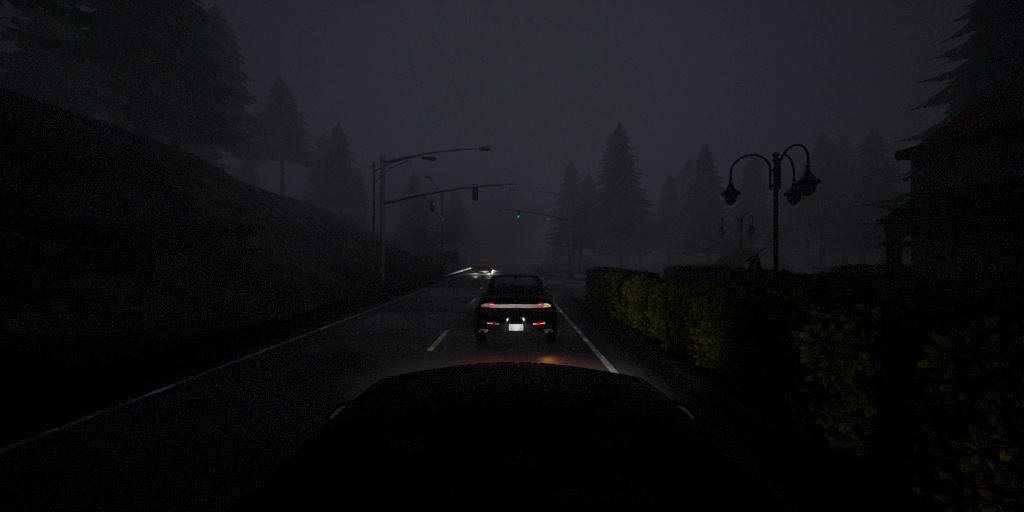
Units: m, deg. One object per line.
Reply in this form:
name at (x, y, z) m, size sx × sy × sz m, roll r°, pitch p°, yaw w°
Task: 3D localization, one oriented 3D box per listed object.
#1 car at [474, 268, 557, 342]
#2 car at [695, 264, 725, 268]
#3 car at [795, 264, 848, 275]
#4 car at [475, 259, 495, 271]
car at (0.097, 1.242, 9.737) m, size 2.128 × 1.511 × 4.902 m, roll 0°, pitch 0°, yaw 0°
car at (15.761, 1.417, 29.539) m, size 4.892 × 1.490 × 1.837 m, roll 0°, pitch 0°, yaw 0°
car at (26.110, 1.390, 29.447) m, size 5.008 × 1.535 × 1.882 m, roll 0°, pitch 0°, yaw 1°
car at (-3.500, 1.228, 44.744) m, size 1.882 × 1.535 × 5.008 m, roll 0°, pitch 0°, yaw 0°
